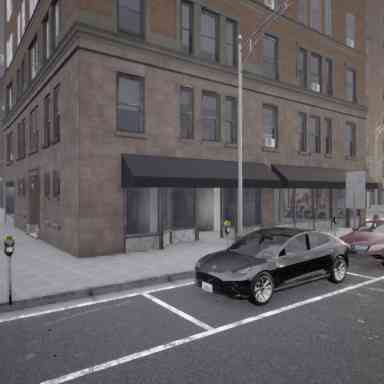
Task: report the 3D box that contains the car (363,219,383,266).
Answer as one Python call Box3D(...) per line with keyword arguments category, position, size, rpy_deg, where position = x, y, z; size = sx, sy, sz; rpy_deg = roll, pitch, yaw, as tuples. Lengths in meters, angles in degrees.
Box3D(category="car", position=(6.540, 1.582, 11.267), size=(4.206, 1.307, 1.802), rpy_deg=(0, 0, -36))

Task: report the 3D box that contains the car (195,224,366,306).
Box3D(category="car", position=(2.077, 1.566, 8.049), size=(4.313, 1.339, 1.947), rpy_deg=(0, 0, -36))
